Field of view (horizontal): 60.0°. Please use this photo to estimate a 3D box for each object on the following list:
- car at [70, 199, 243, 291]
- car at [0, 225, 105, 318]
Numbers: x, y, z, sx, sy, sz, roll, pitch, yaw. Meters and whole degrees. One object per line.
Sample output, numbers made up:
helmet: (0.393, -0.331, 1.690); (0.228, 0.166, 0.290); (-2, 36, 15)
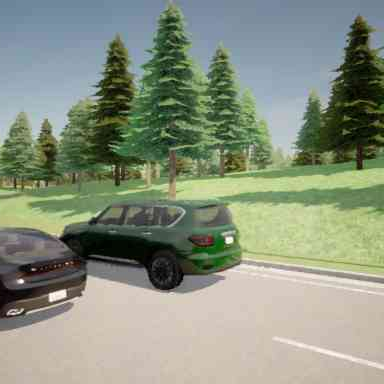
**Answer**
car: (-1.335, 1.220, 9.228); (5.566, 2.045, 2.150); (0, 0, 35)
car: (-4.230, 1.504, 6.981); (4.892, 1.490, 1.837); (0, 0, 35)
